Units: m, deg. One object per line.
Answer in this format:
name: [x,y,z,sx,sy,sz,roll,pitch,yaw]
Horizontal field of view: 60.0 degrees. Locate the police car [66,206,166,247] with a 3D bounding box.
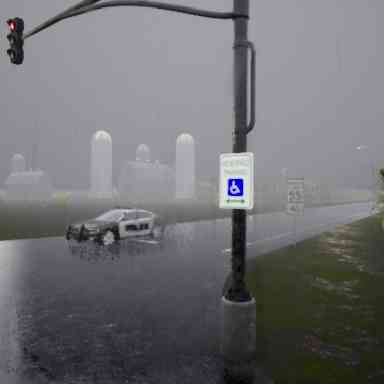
police car: [-3.389,1.481,15.732,1.930,1.638,5.238,1,0,36]
